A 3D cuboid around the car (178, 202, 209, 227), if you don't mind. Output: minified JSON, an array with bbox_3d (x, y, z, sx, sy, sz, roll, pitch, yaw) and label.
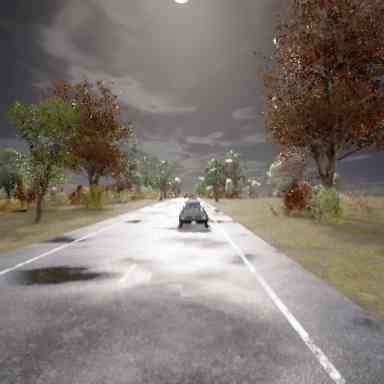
[{"bbox_3d":[0.102,1.578,22.296,1.895,1.301,4.718,0,0,0],"label":"car"}]

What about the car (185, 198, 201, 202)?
[{"bbox_3d":[0.121,1.514,40.824,1.812,1.442,4.674,0,0,0],"label":"car"}]
